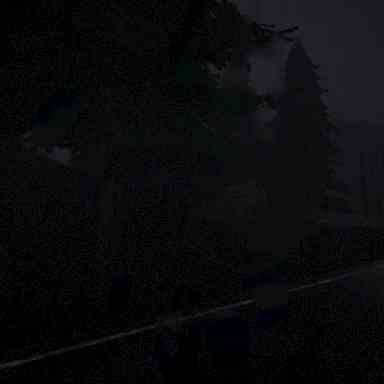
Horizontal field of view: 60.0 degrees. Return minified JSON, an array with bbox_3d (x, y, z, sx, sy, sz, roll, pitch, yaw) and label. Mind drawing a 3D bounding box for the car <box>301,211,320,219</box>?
[{"bbox_3d":[8.624,1.488,28.642,1.837,1.490,4.892,0,1,-35],"label":"car"}]
